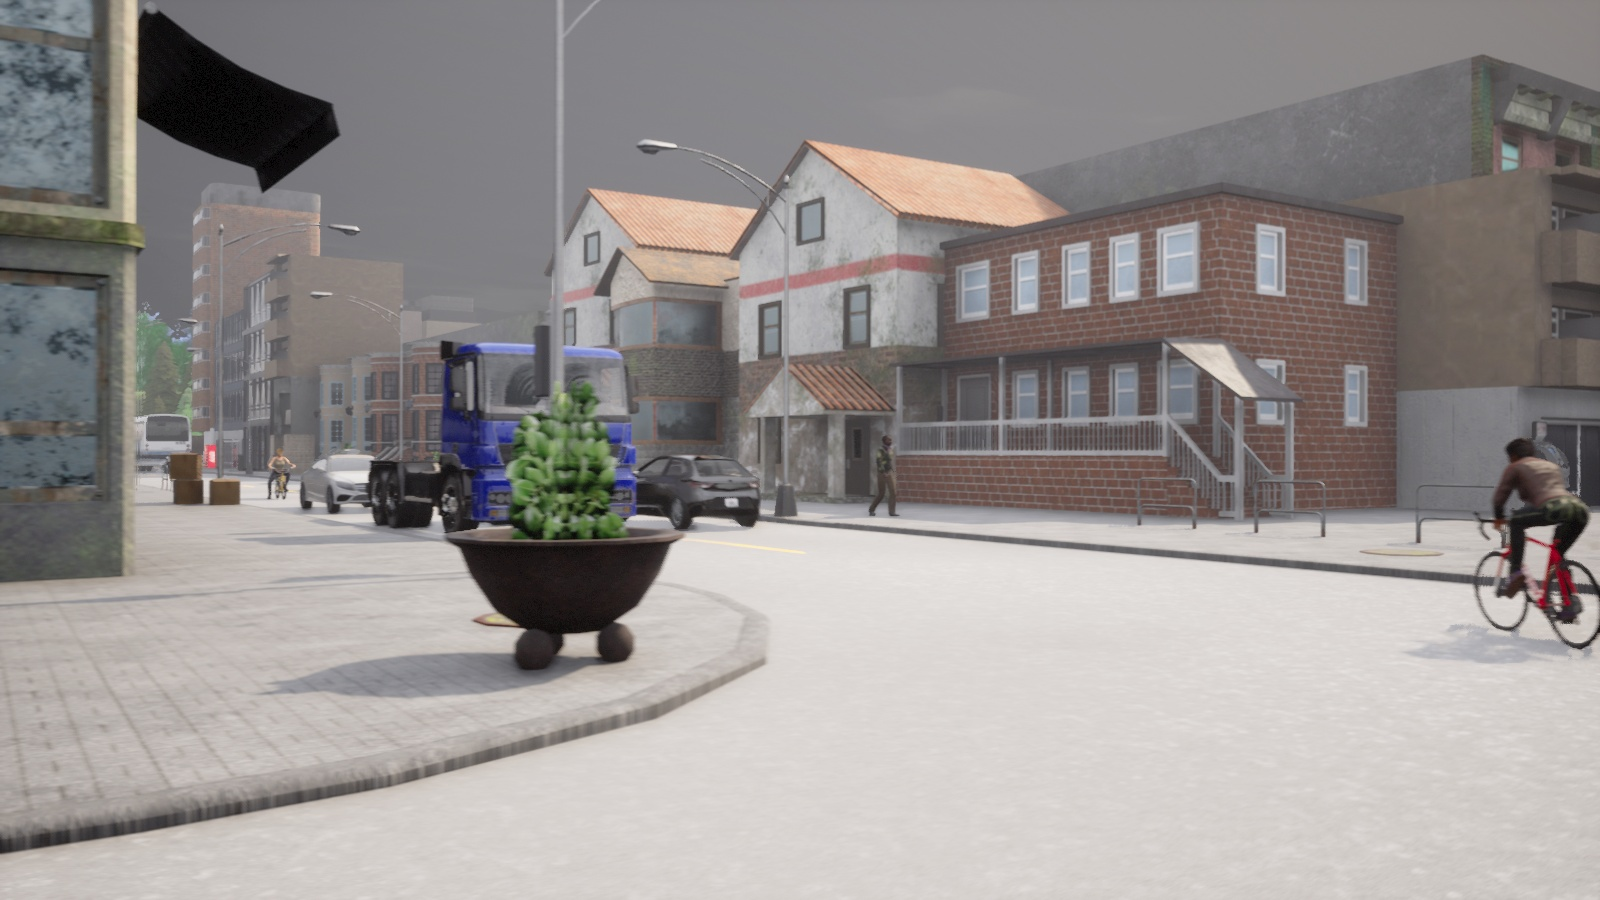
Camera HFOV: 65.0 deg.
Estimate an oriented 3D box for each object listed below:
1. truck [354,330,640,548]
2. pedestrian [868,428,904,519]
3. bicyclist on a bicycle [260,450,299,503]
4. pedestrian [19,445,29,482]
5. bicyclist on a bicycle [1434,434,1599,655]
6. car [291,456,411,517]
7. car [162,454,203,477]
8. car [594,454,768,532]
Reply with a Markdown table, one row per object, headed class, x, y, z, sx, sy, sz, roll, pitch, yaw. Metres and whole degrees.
| class | x | y | z | sx | sy | sz | roll | pitch | yaw |
| --- | --- | --- | --- | --- | --- | --- | --- | --- | --- |
| truck | -6.100 | -0.168 | 24.072 | 2.891 | 3.462 | 7.936 | 0 | 0 | -33 |
| pedestrian | 1.857 | 0.505 | 27.121 | 0.395 | 1.930 | 0.692 | 0 | 0 | -39 |
| bicyclist on a bicycle | -16.372 | 0.815 | 39.492 | 0.866 | 1.612 | 1.509 | 0 | 0 | -34 |
| pedestrian | -40.194 | 0.707 | 65.042 | 0.396 | 1.930 | 0.692 | 0 | 0 | -35 |
| bicyclist on a bicycle | 5.862 | 0.701 | 10.120 | 0.582 | 1.620 | 1.656 | -2 | 0 | -2 |
| car | -11.651 | 0.875 | 32.398 | 1.812 | 1.442 | 4.674 | 0 | 0 | -34 |
| car | -41.679 | 1.017 | 84.756 | 1.970 | 1.475 | 3.806 | 0 | 0 | -34 |
| car | -2.546 | 0.821 | 25.933 | 1.816 | 1.474 | 4.193 | 0 | 0 | -34 |
